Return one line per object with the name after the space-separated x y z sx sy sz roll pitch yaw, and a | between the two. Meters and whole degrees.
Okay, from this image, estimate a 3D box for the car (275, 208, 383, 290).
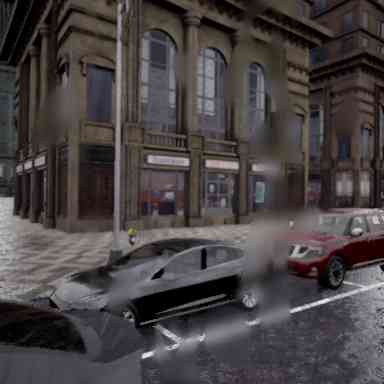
4.207 1.424 9.609 5.009 1.841 2.192 1 0 -35 | car

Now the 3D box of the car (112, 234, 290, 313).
-0.366 1.609 6.369 4.313 1.339 1.947 1 0 -35 | car

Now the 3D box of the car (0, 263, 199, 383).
-2.505 1.493 1.594 4.892 1.490 1.837 1 -1 -35 | car
